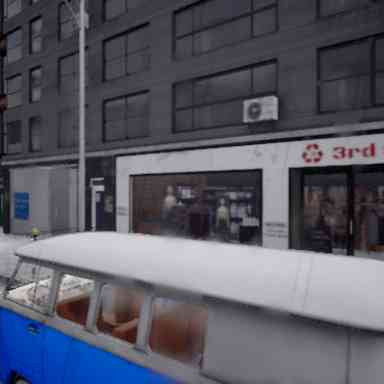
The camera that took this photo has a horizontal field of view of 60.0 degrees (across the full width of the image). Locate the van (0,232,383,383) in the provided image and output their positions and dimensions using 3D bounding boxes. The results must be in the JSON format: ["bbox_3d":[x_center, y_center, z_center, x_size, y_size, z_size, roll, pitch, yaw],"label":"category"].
[{"bbox_3d":[-0.170,1.342,2.931,3.998,1.788,1.690,0,0,36],"label":"van"}]
